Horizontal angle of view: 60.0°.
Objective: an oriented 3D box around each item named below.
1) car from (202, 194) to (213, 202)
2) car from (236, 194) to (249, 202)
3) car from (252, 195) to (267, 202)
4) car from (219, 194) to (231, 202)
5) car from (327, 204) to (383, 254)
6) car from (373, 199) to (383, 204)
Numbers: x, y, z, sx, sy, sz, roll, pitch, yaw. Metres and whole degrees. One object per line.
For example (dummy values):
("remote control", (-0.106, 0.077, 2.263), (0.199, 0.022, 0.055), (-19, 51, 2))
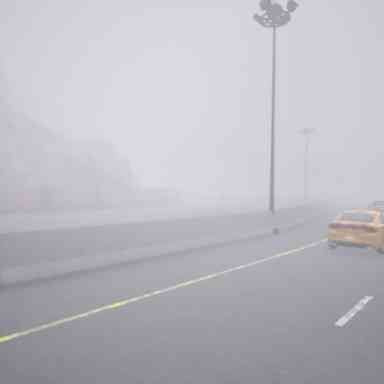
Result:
("car", (2.976, 1.184, 65.777), (1.994, 1.385, 4.181), (1, 0, -2))
("car", (9.968, 1.225, 66.215), (1.837, 1.490, 4.892), (1, 0, -3))
("car", (13.461, 1.304, 66.730), (2.033, 1.411, 5.357), (1, 0, -3))
("car", (6.474, 1.178, 66.003), (1.837, 1.490, 4.892), (1, 0, -2))
("car", (7.160, 1.483, 13.830), (1.882, 1.535, 5.008), (1, 1, 38))
("car", (15.552, 1.387, 27.031), (2.097, 1.767, 4.553), (1, 0, 27))
